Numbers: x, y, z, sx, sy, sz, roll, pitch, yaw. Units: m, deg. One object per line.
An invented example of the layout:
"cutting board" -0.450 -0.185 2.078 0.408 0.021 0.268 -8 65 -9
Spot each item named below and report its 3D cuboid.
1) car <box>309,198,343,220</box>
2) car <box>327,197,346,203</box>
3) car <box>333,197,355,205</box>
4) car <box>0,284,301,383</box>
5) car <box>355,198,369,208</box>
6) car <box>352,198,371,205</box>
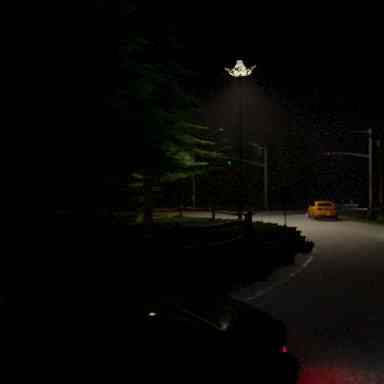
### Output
"car" 11.550 1.575 29.369 1.882 1.535 5.008 -1 0 12
"car" 32.762 1.777 75.530 1.994 1.385 4.181 0 0 -14
"car" 29.707 1.687 65.144 1.837 1.490 4.892 0 0 9
"car" -1.461 1.563 2.439 5.357 1.411 2.033 0 0 -37
"car" 26.017 1.677 50.000 2.033 1.411 5.357 0 0 26
"car" 33.296 1.774 65.520 1.895 1.301 4.718 0 0 7
